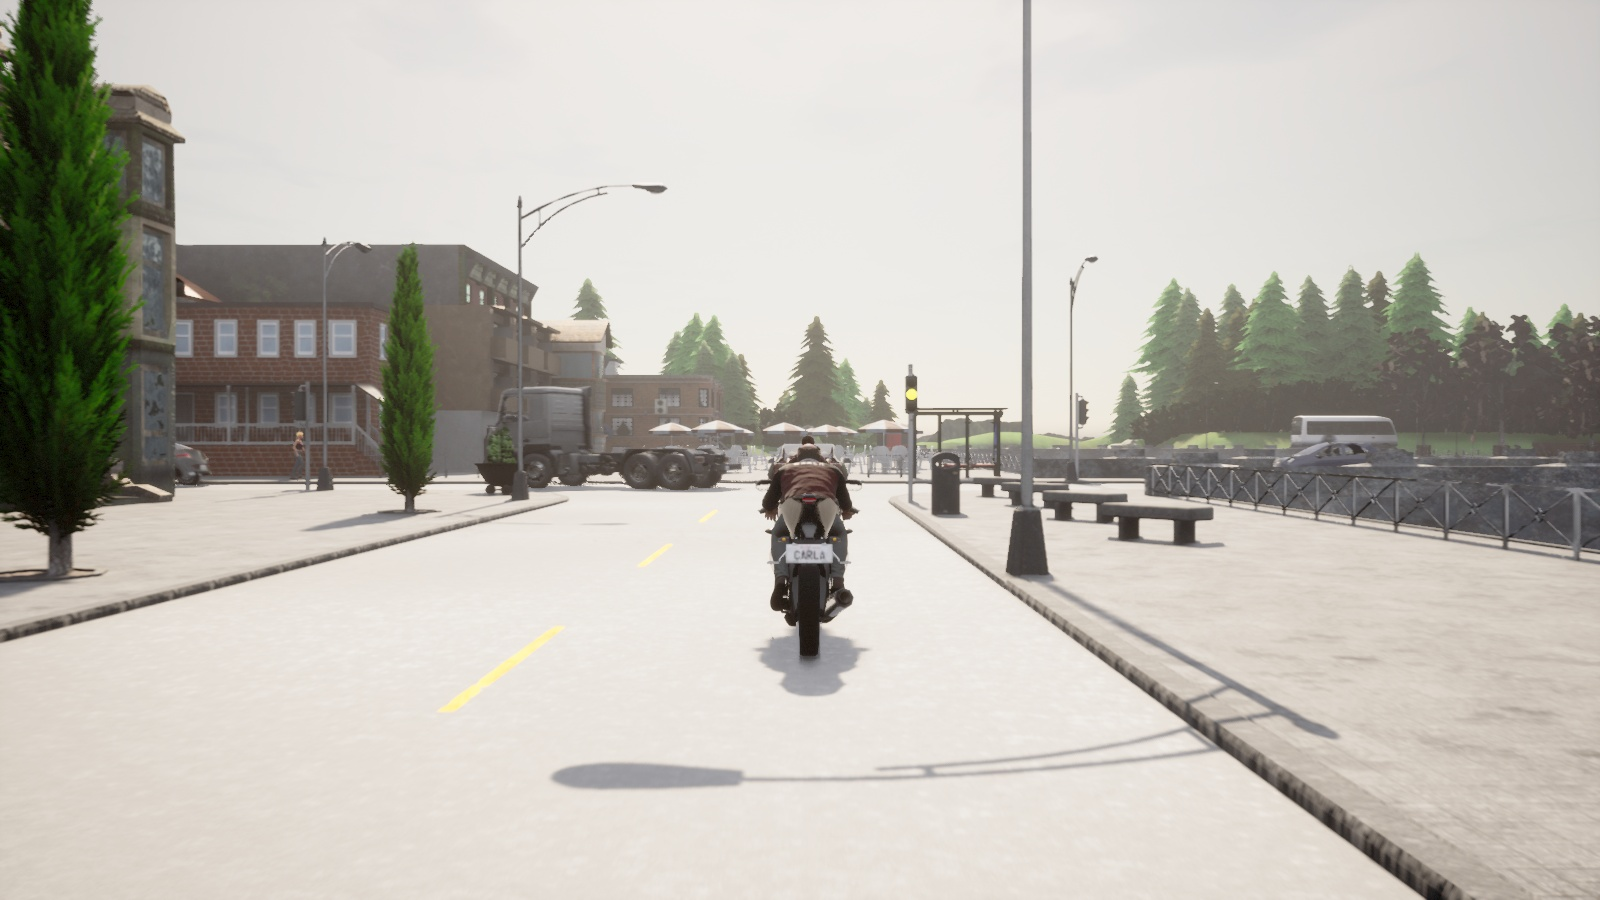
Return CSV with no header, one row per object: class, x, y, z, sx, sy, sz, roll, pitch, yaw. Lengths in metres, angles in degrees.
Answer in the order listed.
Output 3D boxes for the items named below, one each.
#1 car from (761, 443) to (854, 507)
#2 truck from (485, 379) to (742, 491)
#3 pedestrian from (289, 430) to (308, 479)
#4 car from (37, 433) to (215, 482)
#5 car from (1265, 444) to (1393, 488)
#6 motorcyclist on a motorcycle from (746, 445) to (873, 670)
car,0.239,0.567,31.850,2.163,1.488,4.792,0,0,2
truck,-6.145,-0.473,41.407,7.936,3.462,2.891,0,0,19
pedestrian,-18.980,0.173,47.563,0.594,1.836,0.345,0,0,-6
car,-23.277,0.261,43.507,5.027,1.651,2.152,0,0,0
car,18.177,0.531,43.285,3.633,1.501,1.845,0,0,0
motorcyclist on a motorcycle,0.068,0.727,9.648,0.866,1.530,2.191,0,0,0
